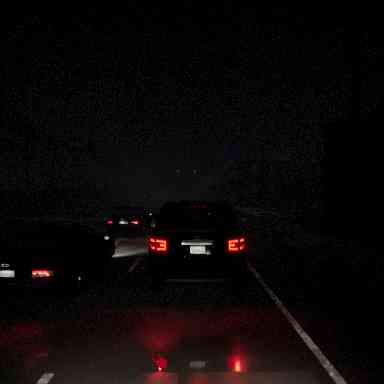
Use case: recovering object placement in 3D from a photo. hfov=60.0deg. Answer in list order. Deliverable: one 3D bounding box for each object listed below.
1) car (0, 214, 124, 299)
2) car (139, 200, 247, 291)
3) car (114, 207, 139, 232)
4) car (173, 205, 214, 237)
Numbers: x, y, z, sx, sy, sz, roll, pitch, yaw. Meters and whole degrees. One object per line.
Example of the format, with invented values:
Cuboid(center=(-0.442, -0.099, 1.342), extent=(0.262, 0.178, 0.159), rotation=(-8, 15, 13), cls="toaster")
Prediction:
Cuboid(center=(-3.411, 1.547, 8.616), extent=(2.033, 1.411, 5.357), rotation=(0, 0, 0), cls="car")
Cuboid(center=(0.094, 1.221, 9.149), extent=(2.150, 2.045, 5.566), rotation=(0, 0, 0), cls="car")
Cuboid(center=(-3.412, 1.548, 18.791), extent=(2.033, 1.411, 5.357), rotation=(0, 0, 0), cls="car")
Cuboid(center=(0.090, 1.548, 19.195), extent=(2.033, 1.411, 5.357), rotation=(0, 0, 0), cls="car")
